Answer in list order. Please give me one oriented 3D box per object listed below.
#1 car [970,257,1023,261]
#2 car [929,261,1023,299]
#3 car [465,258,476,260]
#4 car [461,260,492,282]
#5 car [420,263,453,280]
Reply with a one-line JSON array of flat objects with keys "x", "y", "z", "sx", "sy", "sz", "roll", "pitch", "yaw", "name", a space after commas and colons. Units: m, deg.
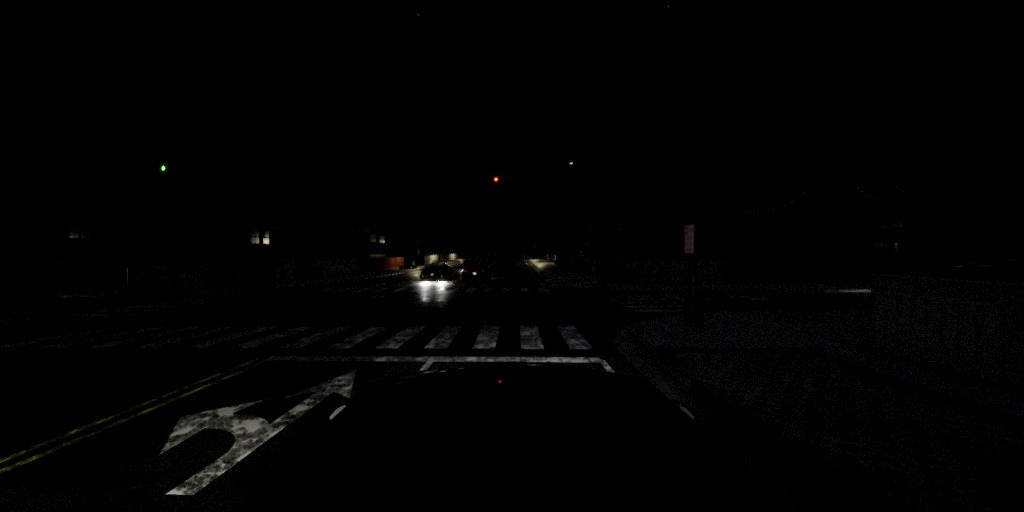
[{"x": 22.067, "y": 0.919, "z": 16.452, "sx": 4.553, "sy": 1.767, "sz": 2.097, "roll": 0, "pitch": 0, "yaw": -1, "name": "car"}, {"x": 18.108, "y": 1.099, "z": 13.506, "sx": 4.902, "sy": 1.511, "sz": 2.128, "roll": 0, "pitch": 0, "yaw": 0, "name": "car"}, {"x": -5.750, "y": 1.032, "z": 49.552, "sx": 1.812, "sy": 1.442, "sz": 4.674, "roll": 0, "pitch": 1, "yaw": 1, "name": "car"}, {"x": -2.692, "y": 1.249, "z": 28.058, "sx": 1.994, "sy": 1.385, "sz": 4.181, "roll": 0, "pitch": 0, "yaw": 1, "name": "car"}, {"x": -6.111, "y": 1.245, "z": 29.563, "sx": 1.994, "sy": 1.385, "sz": 4.181, "roll": 0, "pitch": 0, "yaw": 1, "name": "car"}]
